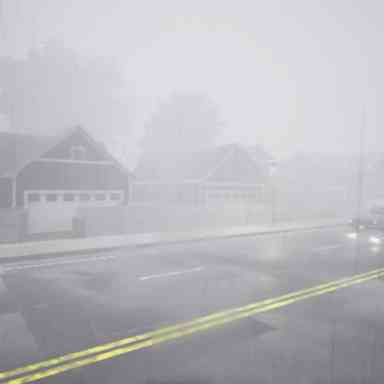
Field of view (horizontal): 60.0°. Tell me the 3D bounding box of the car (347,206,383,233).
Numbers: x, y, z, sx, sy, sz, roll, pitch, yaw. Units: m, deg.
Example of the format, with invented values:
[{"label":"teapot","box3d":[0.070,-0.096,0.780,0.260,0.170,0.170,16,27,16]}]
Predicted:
[{"label":"car","box3d":[11.501,1.554,19.871,5.357,1.411,2.033,0,0,-35]}]
